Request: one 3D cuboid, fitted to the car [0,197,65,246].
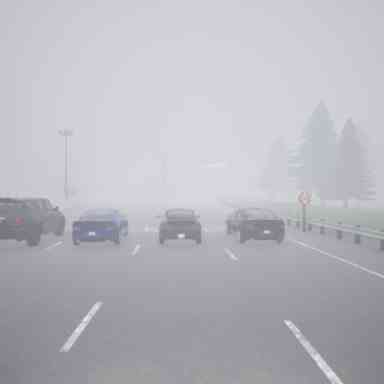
[{"bbox_3d":[-7.599,1.255,15.280,2.150,2.045,5.566,0,0,-4],"label":"car"}]

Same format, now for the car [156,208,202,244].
[{"bbox_3d":[-0.617,1.514,15.785,1.837,1.490,4.892,0,0,-4],"label":"car"}]

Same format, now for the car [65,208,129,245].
[{"bbox_3d":[-4.107,1.482,15.518,1.882,1.535,5.008,0,0,-4],"label":"car"}]

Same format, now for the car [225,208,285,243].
[{"bbox_3d":[2.872,1.482,16.053,1.882,1.535,5.008,0,0,-4],"label":"car"}]
